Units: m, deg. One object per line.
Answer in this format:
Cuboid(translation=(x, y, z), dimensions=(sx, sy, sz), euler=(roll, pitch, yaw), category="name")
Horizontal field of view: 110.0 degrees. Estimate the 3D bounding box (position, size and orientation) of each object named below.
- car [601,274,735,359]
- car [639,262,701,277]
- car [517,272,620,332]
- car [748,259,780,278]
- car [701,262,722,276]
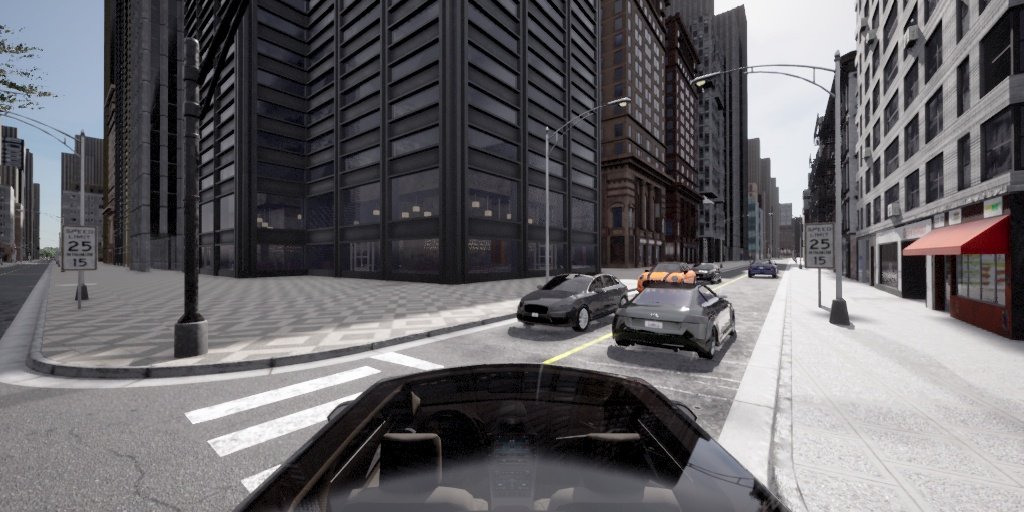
Cuboid(translation=(4.006, 1.312, 8.606), dimensions=(1.994, 1.385, 4.181), euler=(0, 0, 38), category="car")
Cuboid(translation=(8.398, 1.111, 19.302), dimensions=(2.097, 1.767, 4.553), euler=(0, 0, 38), category="car")
Cuboid(translation=(2.084, 1.268, 11.185), dimensions=(1.837, 1.490, 4.892), euler=(0, 0, 38), category="car")
Cuboid(translation=(23.601, 1.083, 33.697), dimensions=(2.097, 1.767, 4.553), euler=(0, 0, 38), category="car")
Cuboid(translation=(14.695, 1.259, 27.379), dimensions=(1.837, 1.490, 4.892), euler=(0, 0, 38), category="car")
